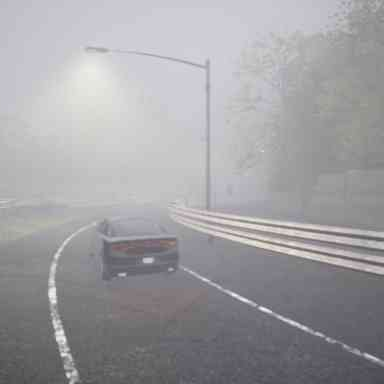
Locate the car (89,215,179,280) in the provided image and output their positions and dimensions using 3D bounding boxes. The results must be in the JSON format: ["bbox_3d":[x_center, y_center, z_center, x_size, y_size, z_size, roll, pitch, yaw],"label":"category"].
[{"bbox_3d":[-1.949,1.421,9.979,1.882,1.535,5.008,-1,1,-22],"label":"car"}]

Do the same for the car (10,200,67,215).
[{"bbox_3d":[-14.585,1.455,31.751,4.718,1.301,1.895,0,0,-42],"label":"car"}]
